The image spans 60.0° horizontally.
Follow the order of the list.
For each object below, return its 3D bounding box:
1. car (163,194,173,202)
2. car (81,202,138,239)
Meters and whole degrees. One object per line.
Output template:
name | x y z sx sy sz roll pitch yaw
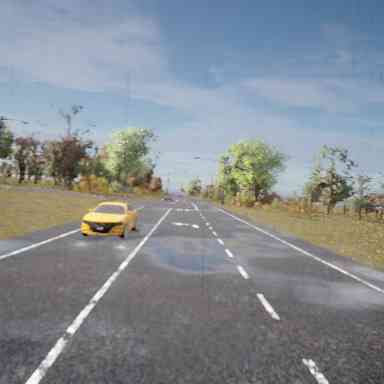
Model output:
car | -5.081 1.292 70.511 1.837 1.490 4.892 4 0 -1
car | -3.822 1.234 16.174 1.882 1.535 5.008 4 0 -1
